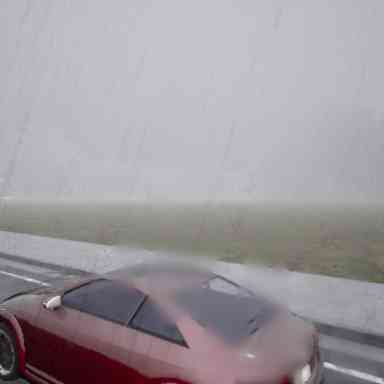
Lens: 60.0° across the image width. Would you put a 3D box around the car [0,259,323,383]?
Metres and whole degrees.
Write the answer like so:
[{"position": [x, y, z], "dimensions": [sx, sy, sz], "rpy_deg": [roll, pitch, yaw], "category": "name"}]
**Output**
[{"position": [-0.673, 1.564, 4.042], "dimensions": [4.181, 1.385, 1.994], "rpy_deg": [0, 0, 35], "category": "car"}]
